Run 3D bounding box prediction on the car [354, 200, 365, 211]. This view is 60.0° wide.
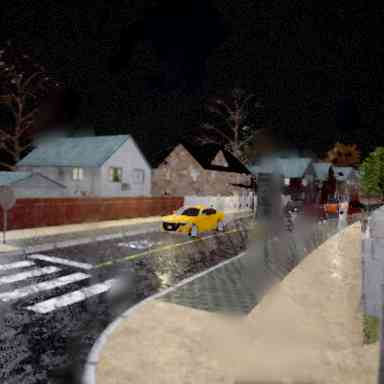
[{"bbox_3d":[23.653,1.927,48.325,1.812,1.442,4.674,3,2,39],"label":"car"}]

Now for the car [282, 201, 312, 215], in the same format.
[{"bbox_3d":[11.928,1.750,37.403,2.033,1.411,5.357,3,1,35],"label":"car"}]

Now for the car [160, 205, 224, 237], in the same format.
[{"bbox_3d":[0.132,1.522,18.829,1.882,1.535,5.008,3,1,30],"label":"car"}]

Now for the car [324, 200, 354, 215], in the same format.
[{"bbox_3d":[17.707,1.719,40.461,2.097,1.767,4.553,3,2,37],"label":"car"}]
